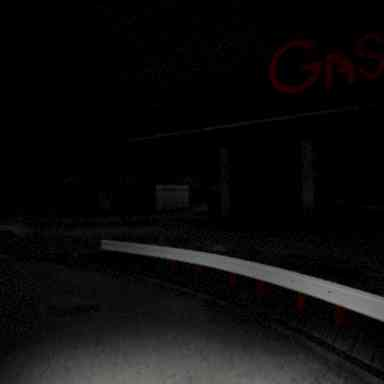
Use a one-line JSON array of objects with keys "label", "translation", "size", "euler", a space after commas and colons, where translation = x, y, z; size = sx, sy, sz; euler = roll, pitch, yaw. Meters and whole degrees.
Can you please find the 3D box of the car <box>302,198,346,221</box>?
[{"label": "car", "translation": [8.785, 1.157, 23.415], "size": [3.633, 1.501, 1.845], "euler": [-1, 0, 35]}]
